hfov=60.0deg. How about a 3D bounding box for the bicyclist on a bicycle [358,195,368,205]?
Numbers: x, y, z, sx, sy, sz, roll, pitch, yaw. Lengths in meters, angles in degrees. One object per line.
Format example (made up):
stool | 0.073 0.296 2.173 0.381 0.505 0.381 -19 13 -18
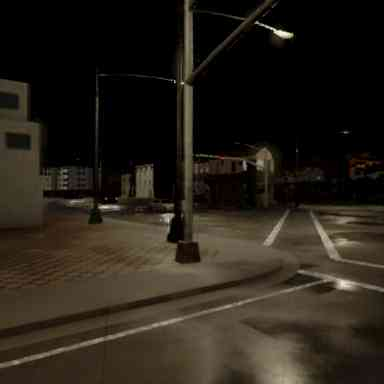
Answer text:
bicyclist on a bicycle | 28.950 1.391 56.254 1.656 1.620 0.582 0 0 9

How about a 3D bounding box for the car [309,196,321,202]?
car | 28.060 1.569 75.706 2.033 1.411 5.357 0 0 9

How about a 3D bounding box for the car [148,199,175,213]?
car | -3.052 1.462 35.693 1.812 1.442 4.674 0 1 -36

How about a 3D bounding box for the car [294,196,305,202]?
car | 24.602 1.550 76.246 2.128 1.511 4.902 0 0 9

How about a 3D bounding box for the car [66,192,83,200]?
car | -21.794 0.720 61.661 1.882 1.535 5.008 0 1 -35

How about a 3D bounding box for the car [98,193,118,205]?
car | -12.598 0.957 48.863 2.097 1.767 4.553 0 1 -36
